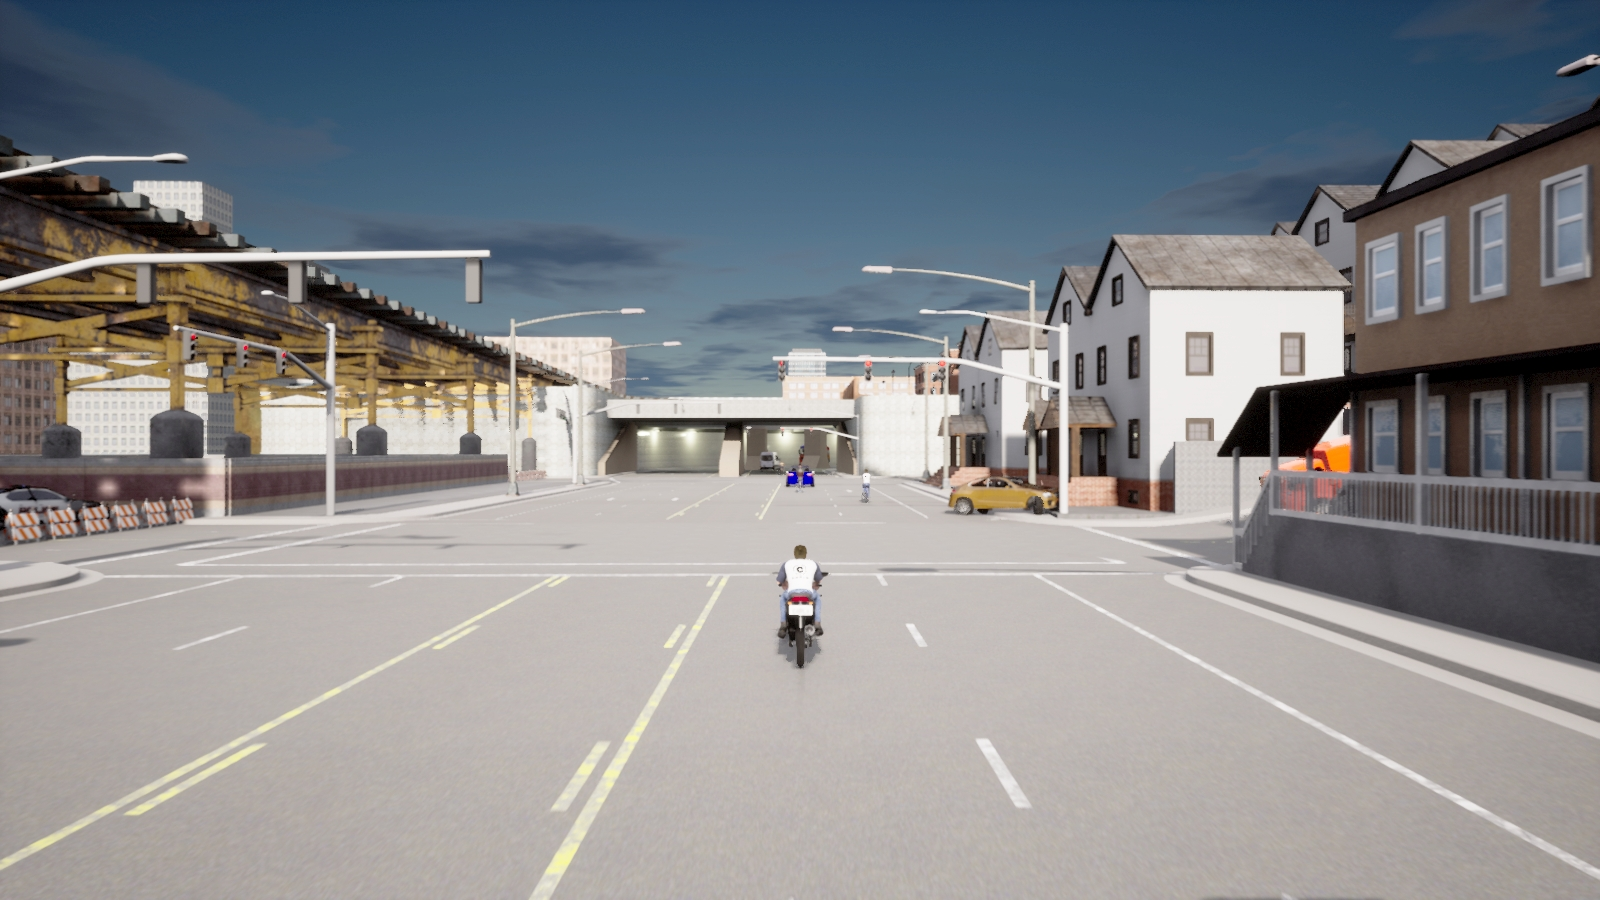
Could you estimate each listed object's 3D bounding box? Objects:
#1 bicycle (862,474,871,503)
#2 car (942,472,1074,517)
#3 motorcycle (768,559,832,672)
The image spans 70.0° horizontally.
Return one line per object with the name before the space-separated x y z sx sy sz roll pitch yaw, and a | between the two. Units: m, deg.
bicycle | 3.513 2.039 60.536 0.373 1.521 1.643 0 0 0
car | 8.821 1.911 48.660 5.027 1.651 2.152 -3 0 36
motorcycle | 0.006 2.172 15.344 0.803 1.224 2.033 0 0 0
